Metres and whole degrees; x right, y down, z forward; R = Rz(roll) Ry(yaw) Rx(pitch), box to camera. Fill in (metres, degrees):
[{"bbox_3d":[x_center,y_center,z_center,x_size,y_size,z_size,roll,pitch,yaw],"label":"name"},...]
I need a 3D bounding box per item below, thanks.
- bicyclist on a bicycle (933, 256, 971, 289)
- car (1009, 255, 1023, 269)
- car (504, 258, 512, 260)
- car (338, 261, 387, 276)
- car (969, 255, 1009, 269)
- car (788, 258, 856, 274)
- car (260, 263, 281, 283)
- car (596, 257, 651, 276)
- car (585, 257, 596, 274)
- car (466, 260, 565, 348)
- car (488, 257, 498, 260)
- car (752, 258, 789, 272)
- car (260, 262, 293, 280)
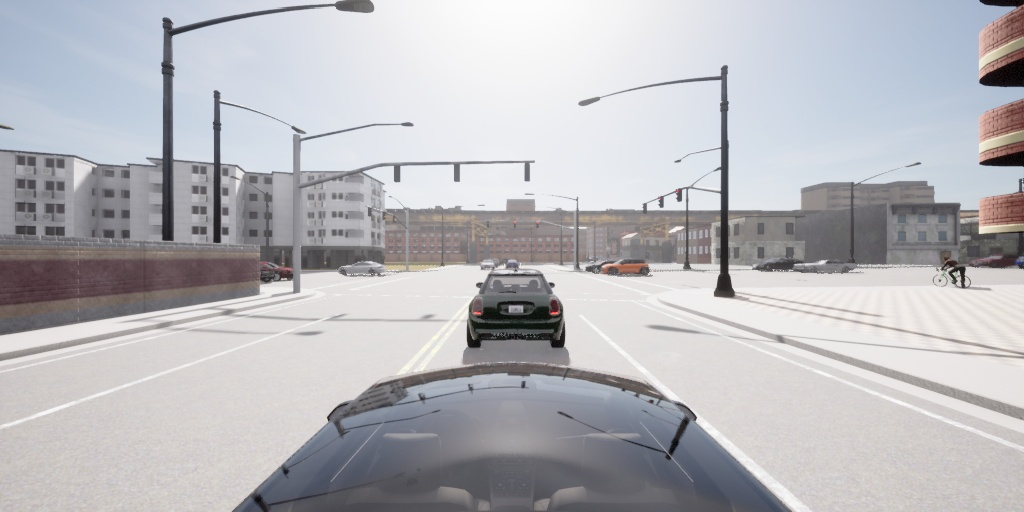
[{"bbox_3d":[22.671,0.844,18.521,0.582,1.620,1.656,-1,0,1],"label":"bicyclist on a bicycle"},{"bbox_3d":[52.110,0.248,34.291,5.566,2.045,2.150,-1,0,1],"label":"car"},{"bbox_3d":[0.093,1.275,55.480,1.812,1.442,4.674,0,0,1],"label":"car"},{"bbox_3d":[-15.182,1.275,36.454,4.674,1.442,1.812,0,0,2],"label":"car"},{"bbox_3d":[51.350,0.577,37.817,4.674,1.442,1.812,-1,0,2],"label":"car"},{"bbox_3d":[30.238,1.024,34.851,4.718,1.301,1.895,-1,0,1],"label":"car"},{"bbox_3d":[-19.820,1.351,25.855,4.718,1.301,1.895,0,0,1],"label":"car"},{"bbox_3d":[11.081,1.037,35.265,4.553,1.767,2.097,0,0,1],"label":"car"},{"bbox_3d":[10.403,1.194,38.830,4.892,1.490,1.837,0,0,2],"label":"car"},{"bbox_3d":[0.091,1.102,9.431,2.097,1.767,4.553,0,0,0],"label":"car"},{"bbox_3d":[-3.527,1.276,52.867,1.812,1.442,4.674,0,0,0],"label":"car"},{"bbox_3d":[28.479,0.947,38.391,4.902,1.511,2.128,-1,0,1],"label":"car"},{"bbox_3d":[-20.271,1.228,29.325,5.008,1.535,1.882,0,0,1],"label":"car"}]
